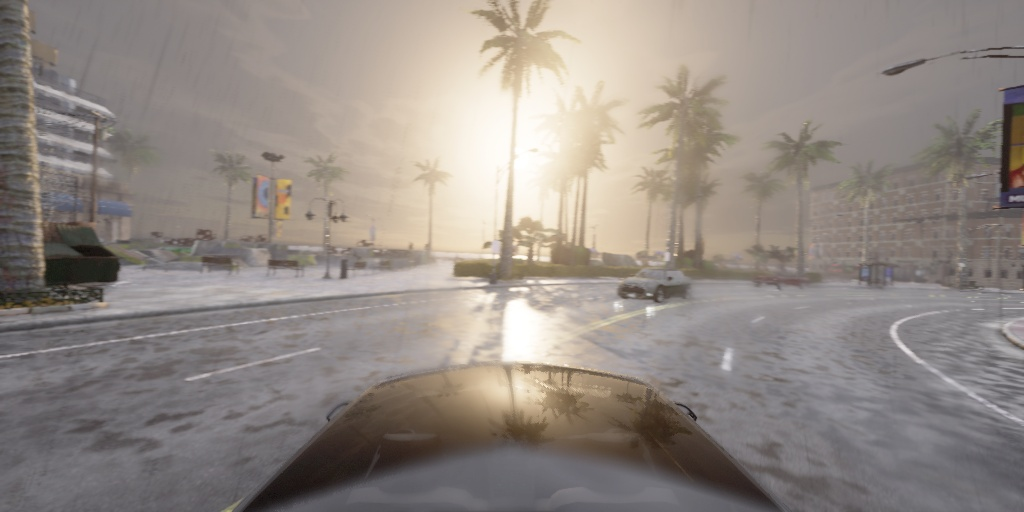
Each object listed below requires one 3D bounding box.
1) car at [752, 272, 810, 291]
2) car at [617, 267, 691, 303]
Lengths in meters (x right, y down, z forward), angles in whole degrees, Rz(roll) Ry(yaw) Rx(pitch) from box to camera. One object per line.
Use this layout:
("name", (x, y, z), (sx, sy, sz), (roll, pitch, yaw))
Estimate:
("car", (20.757, 1.846, 27.680), (4.718, 1.301, 1.895), (2, 0, -26))
("car", (7.482, 1.390, 18.737), (4.553, 1.767, 2.097), (2, 0, -41))
